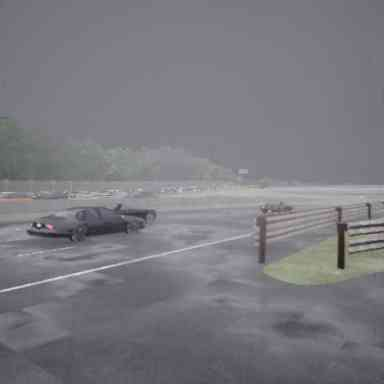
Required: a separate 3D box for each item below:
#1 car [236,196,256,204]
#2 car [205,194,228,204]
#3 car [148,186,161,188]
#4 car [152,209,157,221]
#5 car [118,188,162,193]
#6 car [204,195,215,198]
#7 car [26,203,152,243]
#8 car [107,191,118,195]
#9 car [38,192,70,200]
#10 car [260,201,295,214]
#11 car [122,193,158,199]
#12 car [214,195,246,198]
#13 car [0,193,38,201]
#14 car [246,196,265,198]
[{"bbox_3d":[10.723,1.613,65.839,1.837,1.490,4.892,1,-1,36],"label":"car"},{"bbox_3d":[4.707,1.315,63.545,2.097,1.767,4.553,1,-1,36],"label":"car"},{"bbox_3d":[-9.354,-0.469,80.113,2.150,2.045,5.566,1,2,23],"label":"car"},{"bbox_3d":[-4.394,1.382,21.306,1.895,1.301,4.718,1,0,36],"label":"car"},{"bbox_3d":[-7.305,0.909,47.263,2.150,2.045,5.566,1,0,37],"label":"car"},{"bbox_3d":[2.971,1.375,55.305,2.128,1.511,4.902,1,0,37],"label":"car"},{"bbox_3d":[-4.555,1.361,15.159,2.033,1.411,5.357,1,0,36],"label":"car"},{"bbox_3d":[-15.414,0.386,65.771,1.895,1.301,4.718,1,2,22],"label":"car"},{"bbox_3d":[-21.121,0.685,51.114,2.033,1.411,5.357,1,1,20],"label":"car"},{"bbox_3d":[8.647,1.539,33.200,1.895,1.301,4.718,1,0,36],"label":"car"},{"bbox_3d":[-5.244,1.215,38.236,2.128,1.511,4.902,1,0,36],"label":"car"},{"bbox_3d":[6.218,1.429,53.818,2.128,1.511,4.902,1,0,37],"label":"car"},{"bbox_3d":[-18.090,0.915,32.551,2.097,1.767,4.553,1,0,36],"label":"car"},{"bbox_3d":[12.245,1.463,62.040,2.097,1.767,4.553,1,-1,37],"label":"car"}]
